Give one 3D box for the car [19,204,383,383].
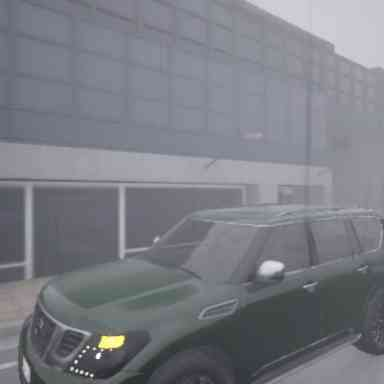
[{"bbox_3d":[0.788,1.226,4.551,5.566,2.045,2.150,0,0,-35],"label":"car"}]
